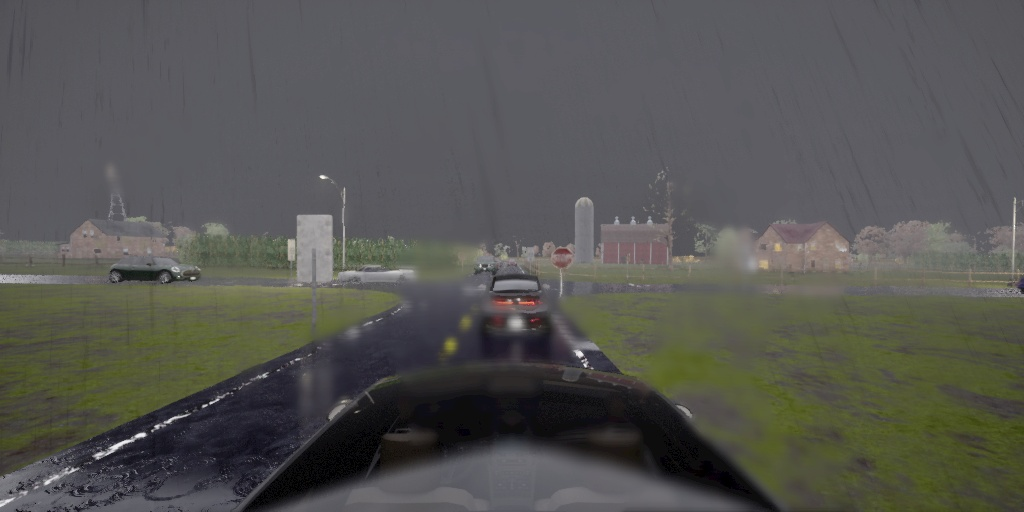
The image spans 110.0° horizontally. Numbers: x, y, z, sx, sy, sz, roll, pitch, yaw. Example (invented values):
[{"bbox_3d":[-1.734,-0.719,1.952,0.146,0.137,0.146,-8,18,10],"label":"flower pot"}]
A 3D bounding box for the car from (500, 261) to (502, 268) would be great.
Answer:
[{"bbox_3d":[-2.802,1.259,50.320,1.882,1.535,5.008,0,0,0],"label":"car"}]

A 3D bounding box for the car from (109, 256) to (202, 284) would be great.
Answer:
[{"bbox_3d":[-22.692,0.811,22.977,4.553,1.767,2.097,1,1,0],"label":"car"}]

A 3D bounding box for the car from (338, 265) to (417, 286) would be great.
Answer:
[{"bbox_3d":[-8.738,1.257,23.755,4.718,1.301,1.895,1,1,-11],"label":"car"}]

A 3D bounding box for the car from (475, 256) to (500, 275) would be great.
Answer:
[{"bbox_3d":[-2.822,0.990,39.853,2.150,2.045,5.566,0,0,0],"label":"car"}]

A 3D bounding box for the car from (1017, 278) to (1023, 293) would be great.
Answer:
[{"bbox_3d":[35.700,1.807,23.148,4.674,1.442,1.812,1,1,0],"label":"car"}]

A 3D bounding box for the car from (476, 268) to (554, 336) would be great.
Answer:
[{"bbox_3d":[0.106,1.255,10.383,1.837,1.490,4.892,0,0,0],"label":"car"}]
